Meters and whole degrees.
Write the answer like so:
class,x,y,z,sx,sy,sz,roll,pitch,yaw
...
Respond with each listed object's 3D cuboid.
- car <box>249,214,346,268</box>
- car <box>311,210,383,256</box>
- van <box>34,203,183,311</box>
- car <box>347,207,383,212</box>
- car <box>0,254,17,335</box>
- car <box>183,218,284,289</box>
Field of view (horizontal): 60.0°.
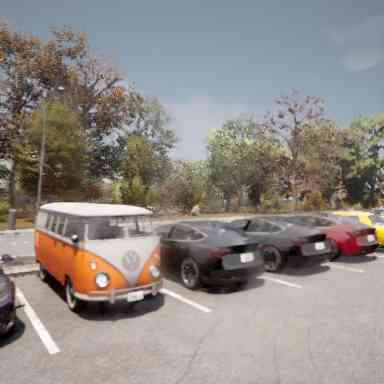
class,x,y,z,sx,sy,sz,roll,pitch,yaw
car,2.150,1.527,11.015,2.163,1.488,4.792,0,0,-36
car,4.410,1.533,12.628,2.163,1.488,4.792,0,0,-36
van,-2.285,1.259,7.672,1.878,1.987,4.442,0,0,-36
car,6.579,1.506,14.367,1.946,1.575,5.366,0,0,-36
car,-4.597,1.509,6.131,2.163,1.488,4.792,0,0,-35
car,-0.110,1.521,9.403,2.163,1.488,4.792,0,0,-36
